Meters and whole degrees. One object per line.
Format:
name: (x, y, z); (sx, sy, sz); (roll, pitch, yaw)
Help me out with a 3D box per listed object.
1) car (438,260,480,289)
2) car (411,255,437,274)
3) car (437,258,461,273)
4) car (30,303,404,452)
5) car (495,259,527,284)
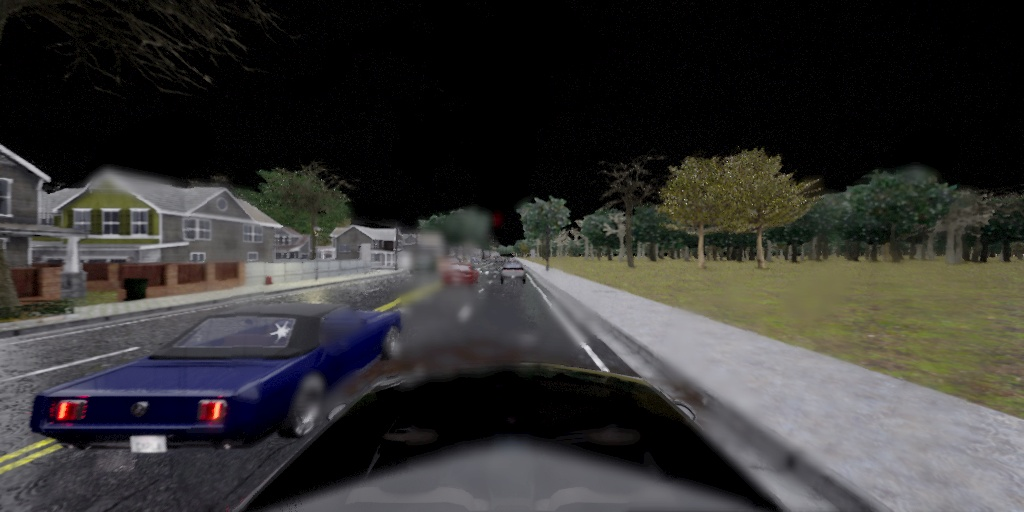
car: (-3.158, 1.213, 22.905); (1.882, 1.535, 5.008); (0, 0, 0)
car: (-9.768, 0.930, 40.693); (2.150, 2.045, 5.566); (0, 0, 0)
car: (-6.528, 1.074, 39.839); (2.097, 1.767, 4.553); (0, 0, 0)
car: (-3.150, 1.348, 5.334); (1.895, 1.301, 4.718); (0, 0, 0)
car: (0.086, 1.224, 26.808); (2.128, 1.511, 4.902); (0, 0, 0)
